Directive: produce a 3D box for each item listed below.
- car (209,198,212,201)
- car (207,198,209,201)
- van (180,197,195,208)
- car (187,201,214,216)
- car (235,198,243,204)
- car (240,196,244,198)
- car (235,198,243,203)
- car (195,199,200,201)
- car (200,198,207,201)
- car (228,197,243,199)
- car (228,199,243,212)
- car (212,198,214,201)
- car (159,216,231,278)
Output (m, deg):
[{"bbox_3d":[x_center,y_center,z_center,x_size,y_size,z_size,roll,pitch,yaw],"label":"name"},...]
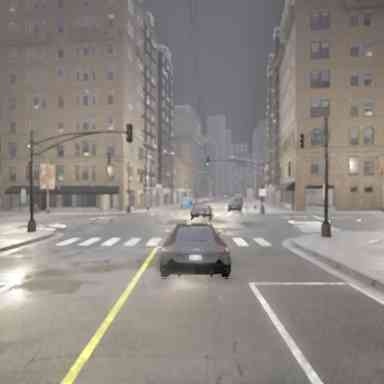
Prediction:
[{"bbox_3d":[3.263,2.134,84.177,1.967,1.590,4.097,-1,-1,9],"label":"car"},{"bbox_3d":[2.415,2.227,78.744,1.802,1.307,4.206,-1,-1,9],"label":"car"},{"bbox_3d":[-0.984,1.809,57.024,1.690,1.788,3.998,0,0,9],"label":"van"},{"bbox_3d":[1.020,1.837,31.192,1.895,1.301,4.718,0,0,6],"label":"car"},{"bbox_3d":[11.713,2.221,83.027,1.752,1.417,4.829,-1,-1,9],"label":"car"},{"bbox_3d":[10.836,1.960,77.430,2.192,1.841,5.009,-1,-1,9],"label":"car"},{"bbox_3d":[12.536,2.295,88.289,2.008,1.369,4.403,-1,-1,9],"label":"car"},{"bbox_3d":[-0.134,1.950,62.454,1.967,1.590,4.097,0,0,9],"label":"car"},{"bbox_3d":[1.539,2.122,73.146,1.752,1.417,4.829,0,-1,9],"label":"car"},{"bbox_3d":[7.441,2.034,55.705,1.947,1.339,4.313,0,0,9],"label":"car"},{"bbox_3d":[5.742,1.954,44.844,1.947,1.339,4.313,0,0,9],"label":"car"},{"bbox_3d":[4.087,2.268,89.438,1.752,1.417,4.829,-1,-1,9],"label":"car"},{"bbox_3d":[0.069,1.663,10.506,1.994,1.385,4.181,0,-1,-1],"label":"car"}]
